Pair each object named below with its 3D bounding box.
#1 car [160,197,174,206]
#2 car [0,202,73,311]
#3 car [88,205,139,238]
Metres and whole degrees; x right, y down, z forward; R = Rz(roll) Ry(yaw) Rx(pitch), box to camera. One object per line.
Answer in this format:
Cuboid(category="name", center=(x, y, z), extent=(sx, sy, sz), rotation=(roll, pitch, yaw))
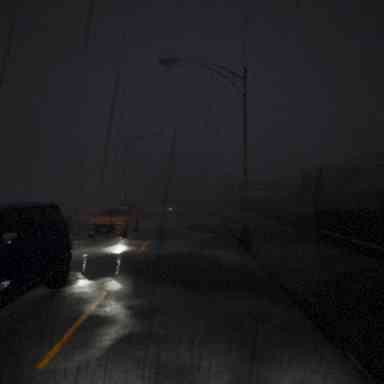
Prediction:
Cuboid(category="car", center=(-4.049, 1.526, 54.119), extent=(1.882, 1.535, 5.008), rotation=(0, 0, 0))
Cuboid(category="car", center=(-4.101, 1.230, 6.292), extent=(2.150, 2.045, 5.566), rotation=(0, -1, 0))
Cuboid(category="car", center=(-4.074, 1.491, 17.868), extent=(1.882, 1.535, 5.008), rotation=(0, 0, 0))
